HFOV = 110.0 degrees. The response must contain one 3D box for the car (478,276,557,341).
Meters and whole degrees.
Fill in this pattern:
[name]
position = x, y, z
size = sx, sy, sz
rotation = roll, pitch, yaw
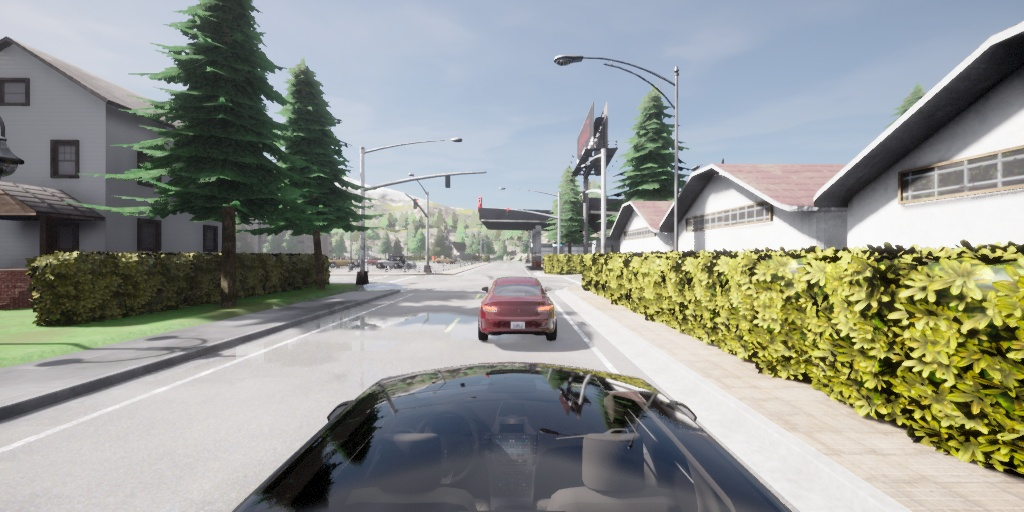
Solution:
[car]
position = 0.129, 1.276, 9.766
size = 1.812, 1.442, 4.674
rotation = 0, 0, 0
